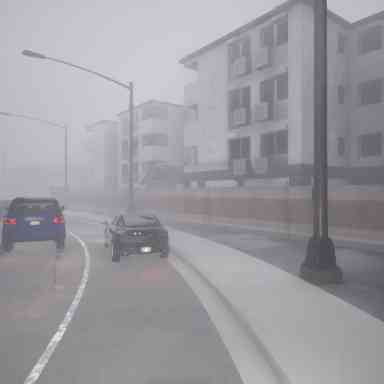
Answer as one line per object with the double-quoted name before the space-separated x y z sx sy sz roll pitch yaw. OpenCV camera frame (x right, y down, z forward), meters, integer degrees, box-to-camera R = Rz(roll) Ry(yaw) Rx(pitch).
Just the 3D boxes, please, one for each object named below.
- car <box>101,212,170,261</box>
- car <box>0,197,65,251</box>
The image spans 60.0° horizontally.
"car" -2.189 1.504 12.417 1.837 1.490 4.892 0 0 -19
"car" -6.820 1.222 14.546 2.150 2.045 5.566 0 0 -24
